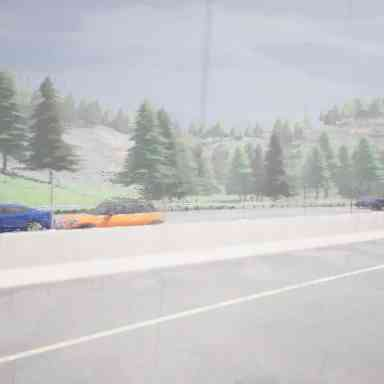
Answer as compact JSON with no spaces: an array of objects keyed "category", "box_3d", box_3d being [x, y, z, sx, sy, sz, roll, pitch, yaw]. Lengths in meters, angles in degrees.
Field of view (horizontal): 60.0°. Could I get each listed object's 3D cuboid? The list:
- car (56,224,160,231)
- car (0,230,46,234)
[{"category":"car","box_3d":[-3.398,1.174,14.329,4.553,1.767,2.097,0,1,-34]},{"category":"car","box_3d":[-8.761,1.250,14.864,5.008,1.535,1.882,0,1,-35]}]
